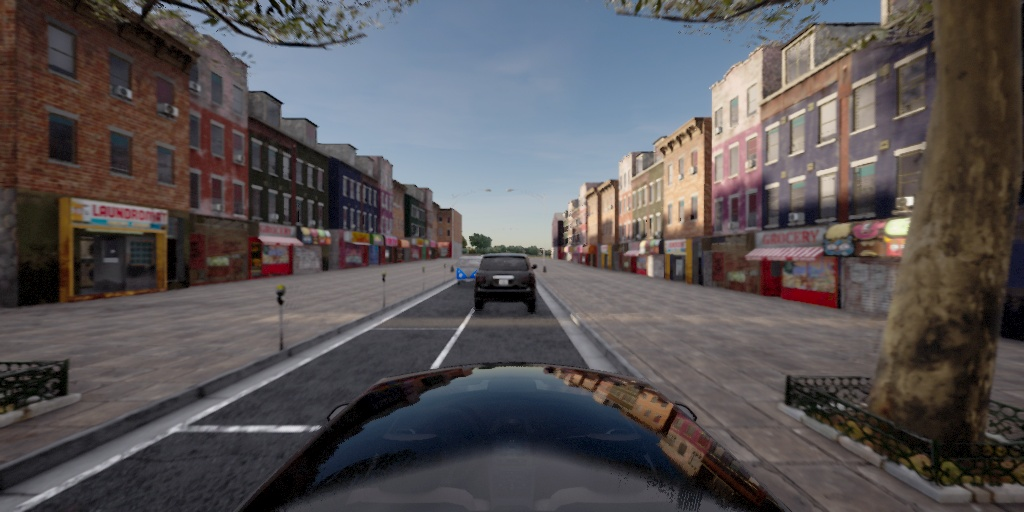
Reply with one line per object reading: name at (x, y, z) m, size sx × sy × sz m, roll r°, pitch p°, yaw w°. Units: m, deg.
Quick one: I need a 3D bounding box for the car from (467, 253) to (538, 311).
car at (-0.173, 0.902, 14.227) m, size 2.150 × 2.045 × 5.566 m, roll 0°, pitch 1°, yaw 2°

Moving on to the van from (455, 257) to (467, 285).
van at (-2.633, 0.926, 23.548) m, size 1.690 × 1.789 × 3.998 m, roll 0°, pitch 0°, yaw 0°
